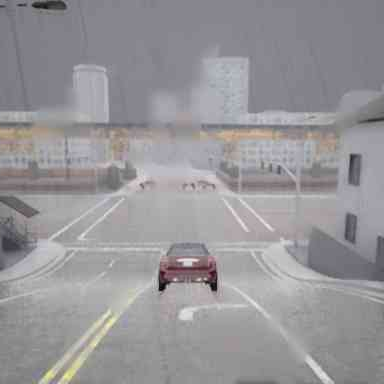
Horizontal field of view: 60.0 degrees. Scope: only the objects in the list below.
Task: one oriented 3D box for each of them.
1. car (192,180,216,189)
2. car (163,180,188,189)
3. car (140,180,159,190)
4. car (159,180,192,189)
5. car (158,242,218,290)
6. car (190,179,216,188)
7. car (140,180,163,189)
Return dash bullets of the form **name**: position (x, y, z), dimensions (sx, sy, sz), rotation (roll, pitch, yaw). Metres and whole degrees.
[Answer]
- **car**: position (2.182, -1.468, 64.249), dimensions (4.974, 1.542, 2.038), rotation (4, 9, 28)
- **car**: position (-3.142, -1.528, 63.472), dimensions (4.536, 1.218, 1.853), rotation (-6, 10, -36)
- **car**: position (-7.792, -1.374, 63.449), dimensions (4.974, 1.542, 2.038), rotation (8, 11, 43)
- **car**: position (-3.184, -1.368, 63.463), dimensions (4.974, 1.542, 2.038), rotation (-6, 10, -36)
- **car**: position (-0.166, 2.912, 13.472), dimensions (2.097, 1.767, 4.553), rotation (0, -12, -1)
- **car**: position (2.137, -1.628, 64.251), dimensions (4.536, 1.218, 1.853), rotation (4, 9, 28)
- **car**: position (-7.830, -1.535, 63.462), dimensions (4.536, 1.218, 1.853), rotation (8, 11, 43)
